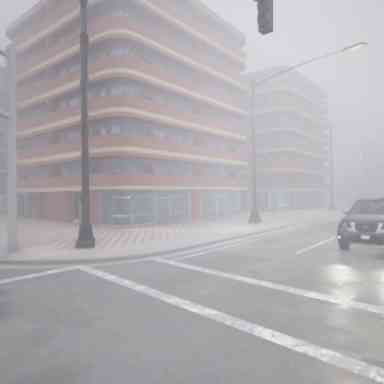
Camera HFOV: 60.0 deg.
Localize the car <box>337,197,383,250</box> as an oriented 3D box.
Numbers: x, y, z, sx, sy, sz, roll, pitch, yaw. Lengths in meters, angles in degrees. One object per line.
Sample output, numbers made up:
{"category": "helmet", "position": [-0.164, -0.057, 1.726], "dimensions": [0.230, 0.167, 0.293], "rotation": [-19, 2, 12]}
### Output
{"category": "car", "position": [7.849, 1.252, 14.025], "dimensions": [2.150, 2.045, 5.566], "rotation": [-1, -1, 38]}
